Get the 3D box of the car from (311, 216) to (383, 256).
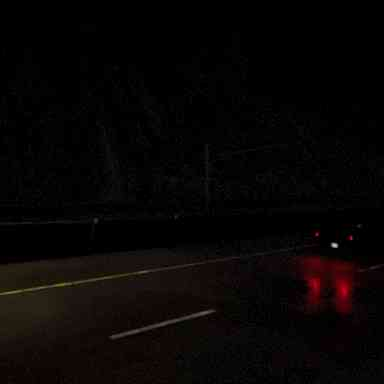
[{"bbox_3d":[6.846,1.580,12.995,4.718,1.301,1.895,0,0,-35],"label":"car"}]
